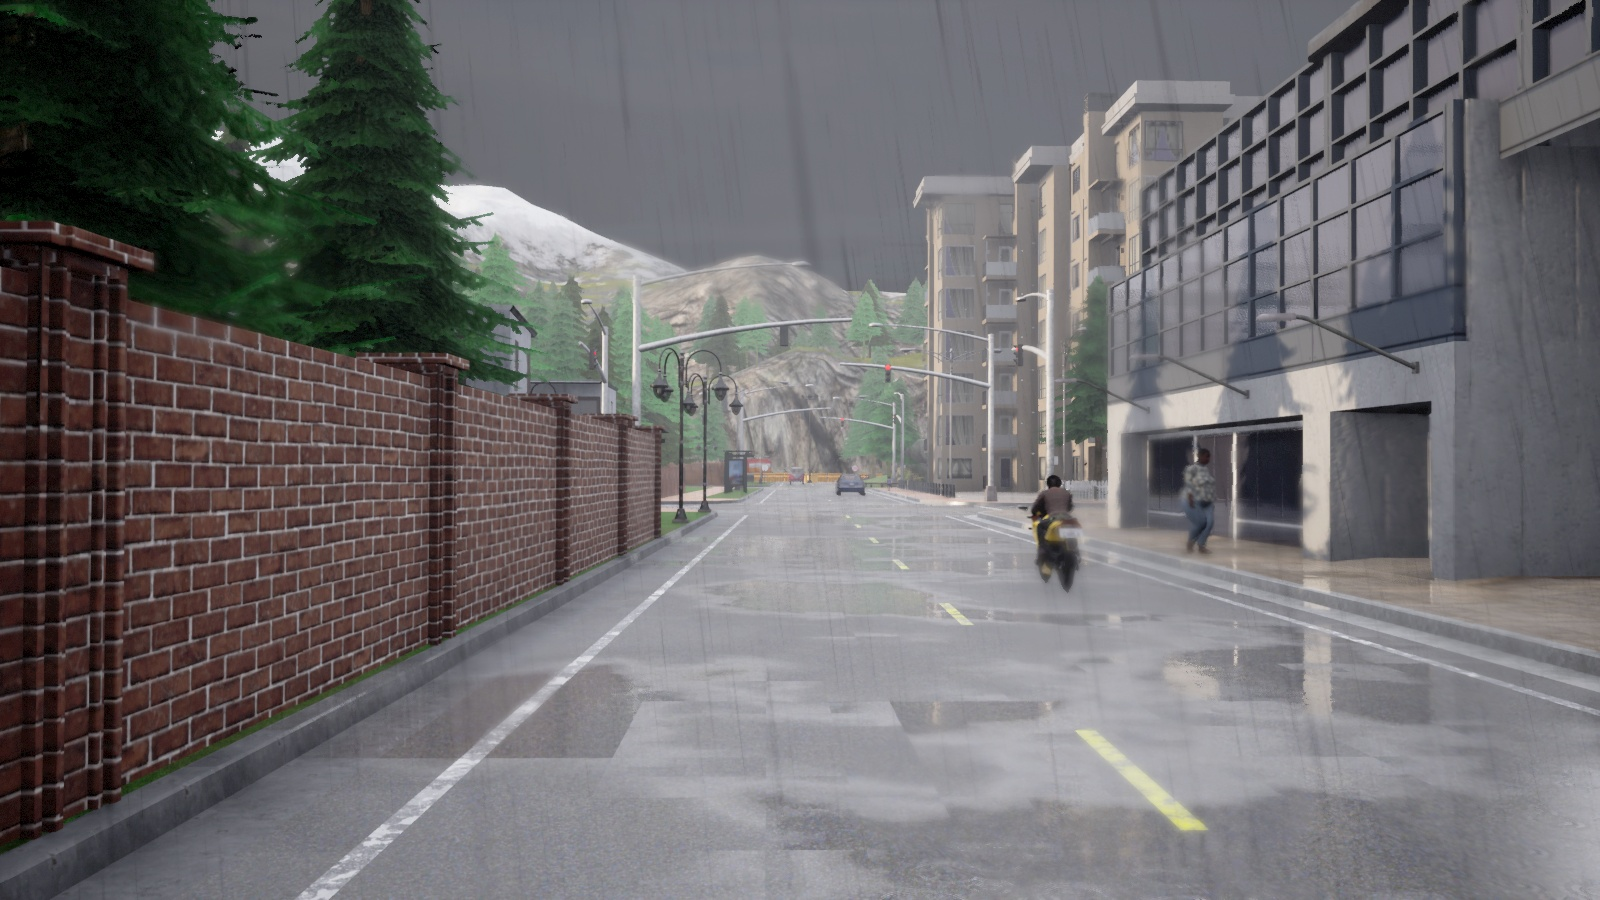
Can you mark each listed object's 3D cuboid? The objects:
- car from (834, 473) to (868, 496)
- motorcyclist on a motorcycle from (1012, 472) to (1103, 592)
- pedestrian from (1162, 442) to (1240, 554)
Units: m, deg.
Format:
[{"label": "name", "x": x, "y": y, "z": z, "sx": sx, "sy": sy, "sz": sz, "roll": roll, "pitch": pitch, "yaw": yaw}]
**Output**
[{"label": "car", "x": 3.306, "y": 2.232, "z": 82.586, "sx": 2.033, "sy": 1.411, "sz": 5.357, "roll": 0, "pitch": -1, "yaw": 0}, {"label": "motorcyclist on a motorcycle", "x": 3.460, "y": 1.068, "z": 17.043, "sx": 0.797, "sy": 1.523, "sz": 2.044, "roll": 0, "pitch": -1, "yaw": 0}, {"label": "pedestrian", "x": 6.862, "y": 0.808, "z": 21.510, "sx": 0.874, "sy": 1.855, "sz": 0.900, "roll": 0, "pitch": -1, "yaw": -31}]
